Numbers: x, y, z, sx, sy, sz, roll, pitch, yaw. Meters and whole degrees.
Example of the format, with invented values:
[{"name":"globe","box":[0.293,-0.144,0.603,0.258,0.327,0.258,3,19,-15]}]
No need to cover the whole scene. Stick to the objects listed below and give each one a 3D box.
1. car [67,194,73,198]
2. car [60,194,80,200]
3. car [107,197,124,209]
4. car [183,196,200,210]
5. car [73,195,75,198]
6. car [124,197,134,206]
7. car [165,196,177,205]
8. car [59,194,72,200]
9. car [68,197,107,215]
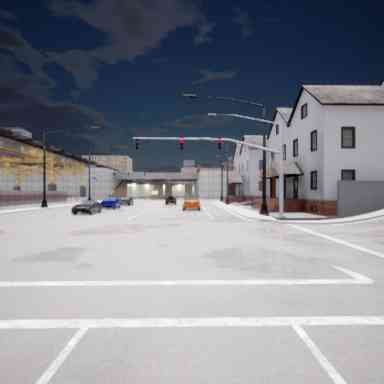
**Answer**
[{"name":"car","box":[-31.911,1.418,79.563,2.038,1.542,4.974,0,0,43]},{"name":"car","box":[-32.742,1.414,89.535,2.038,1.542,4.974,0,0,28]},{"name":"car","box":[-10.730,1.459,44.021,1.882,1.535,5.008,0,0,0]},{"name":"car","box":[-0.037,1.334,43.050,2.097,1.767,4.553,0,0,0]},{"name":"car","box":[-31.936,1.416,84.171,2.038,1.542,4.974,0,0,-37]},{"name":"car","box":[-10.752,1.503,54.295,1.812,1.442,4.674,0,0,0]},{"name":"car","box":[-3.677,1.480,58.535,1.837,1.490,4.892,0,0,0]},{"name":"car","box":[-31.967,1.259,84.212,1.853,1.218,4.536,0,0,-37]},{"name":"car","box":[-10.704,1.533,34.298,2.033,1.411,5.357,0,0,0]}]
